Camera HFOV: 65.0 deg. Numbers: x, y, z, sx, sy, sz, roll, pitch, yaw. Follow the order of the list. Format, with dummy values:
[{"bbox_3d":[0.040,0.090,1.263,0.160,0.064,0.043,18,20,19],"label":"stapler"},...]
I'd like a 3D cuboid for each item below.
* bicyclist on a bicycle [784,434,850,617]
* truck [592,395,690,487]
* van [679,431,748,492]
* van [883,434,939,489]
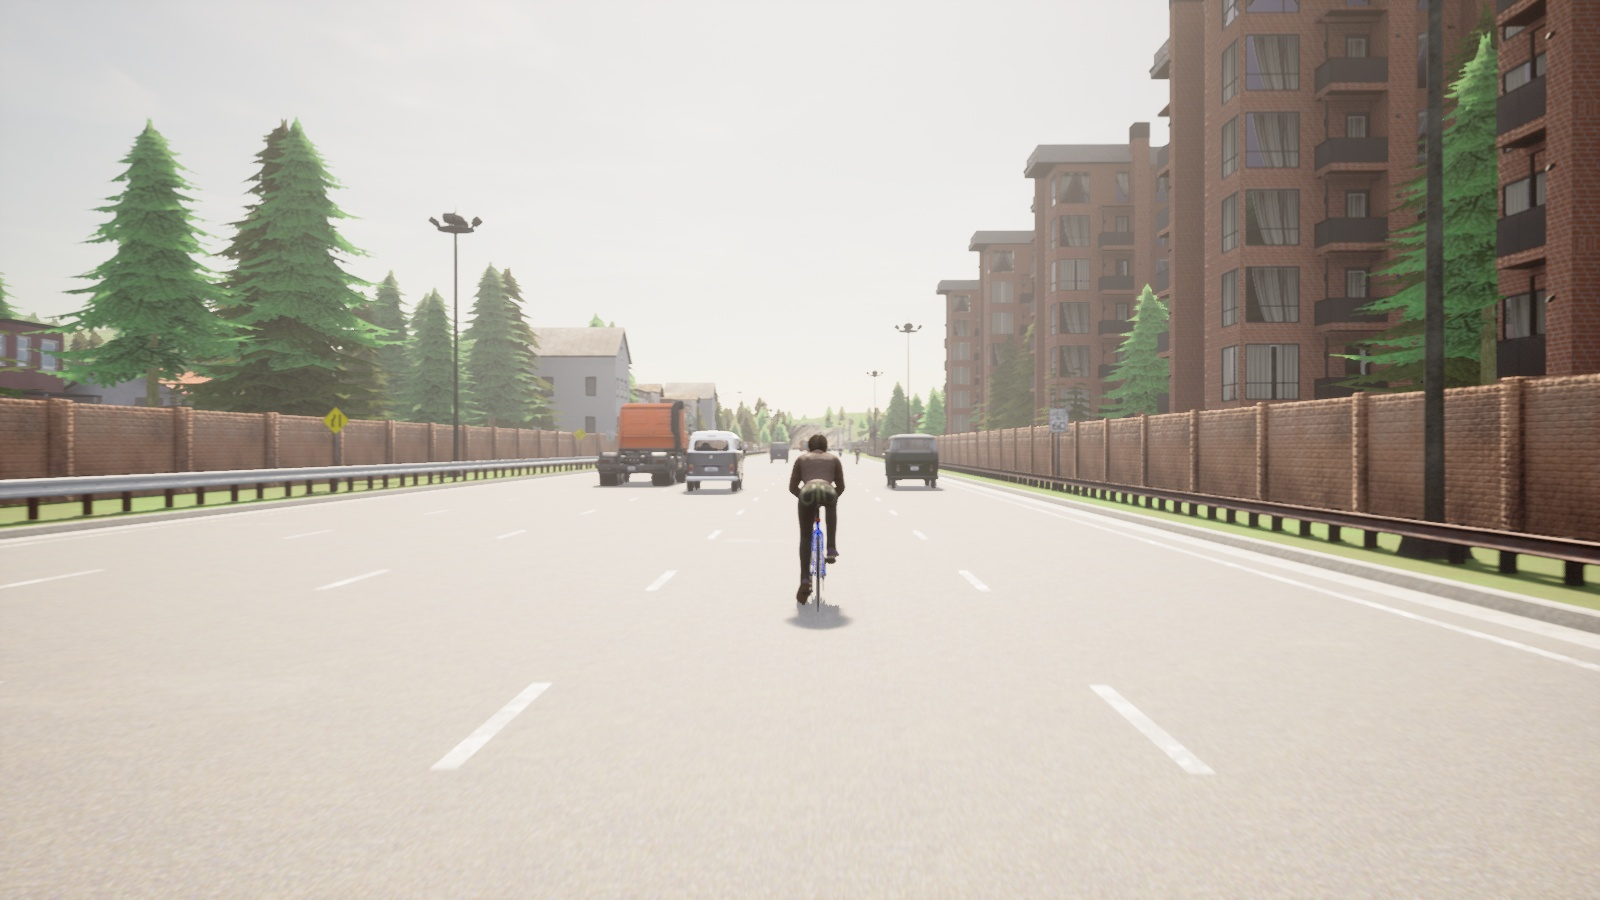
[{"bbox_3d":[0.164,0.674,11.941,0.582,1.620,1.656,0,0,1],"label":"bicyclist on a bicycle"},{"bbox_3d":[-6.350,-0.352,51.339,2.891,3.462,7.936,0,0,1],"label":"truck"},{"bbox_3d":[-2.947,0.373,43.711,2.069,2.038,4.480,0,0,0],"label":"van"},{"bbox_3d":[4.095,0.403,46.957,1.775,1.987,4.442,0,0,1],"label":"van"}]
